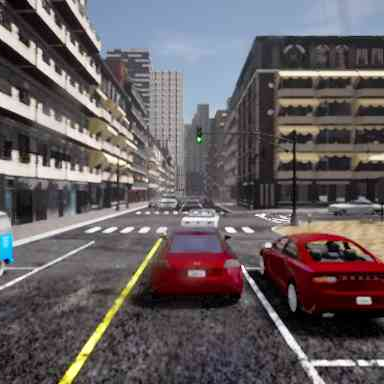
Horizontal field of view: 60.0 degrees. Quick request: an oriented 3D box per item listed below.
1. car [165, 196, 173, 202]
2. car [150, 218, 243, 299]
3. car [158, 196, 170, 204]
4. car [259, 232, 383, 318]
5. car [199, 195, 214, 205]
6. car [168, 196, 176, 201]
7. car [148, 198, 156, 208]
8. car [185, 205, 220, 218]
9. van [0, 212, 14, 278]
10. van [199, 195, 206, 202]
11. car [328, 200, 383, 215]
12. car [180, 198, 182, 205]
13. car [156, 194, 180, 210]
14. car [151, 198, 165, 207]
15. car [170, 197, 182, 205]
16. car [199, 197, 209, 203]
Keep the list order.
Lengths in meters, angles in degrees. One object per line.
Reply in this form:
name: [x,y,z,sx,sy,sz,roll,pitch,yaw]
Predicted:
car: [-5.692,1.772,83.894,1.752,1.417,4.829,-1,0,0]
car: [0.101,1.584,8.566,1.994,1.385,4.181,0,0,0]
car: [-5.694,1.630,67.480,1.967,1.590,4.097,-1,0,0]
car: [2.684,1.562,7.420,1.887,1.381,4.507,0,0,0]
car: [2.686,1.594,56.419,1.967,1.590,4.097,-1,0,0]
car: [-5.691,1.870,95.120,1.802,1.307,4.206,-1,0,0]
car: [-5.693,1.687,50.897,2.008,1.369,4.403,-1,0,0]
car: [0.643,1.649,19.574,1.895,1.301,4.718,0,0,7]
van: [-5.698,1.359,7.421,1.690,1.788,3.998,0,0,0]
van: [2.686,1.588,84.058,1.690,1.788,3.998,-1,0,0]
car: [15.001,1.402,30.409,4.718,1.301,1.895,-1,0,-1]
car: [-3.072,1.712,54.547,1.994,1.385,4.181,0,0,1]
car: [-3.077,1.338,44.486,2.150,2.045,5.566,0,0,0]
car: [-5.694,1.720,56.424,1.947,1.339,4.313,-1,0,0]
car: [-3.014,1.673,64.740,2.128,1.511,4.902,0,0,1]
car: [2.688,1.759,73.002,2.008,1.369,4.403,-1,0,0]
